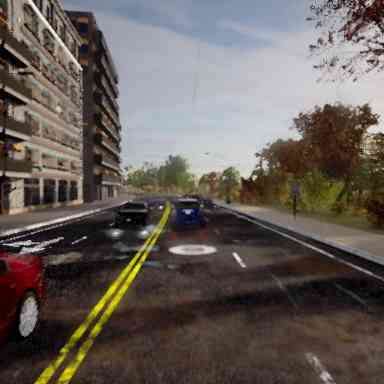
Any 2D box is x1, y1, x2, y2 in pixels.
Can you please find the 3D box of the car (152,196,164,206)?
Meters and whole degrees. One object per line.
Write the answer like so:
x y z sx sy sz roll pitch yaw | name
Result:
-5.018 1.293 47.860 2.033 1.411 5.357 0 0 -4 | car

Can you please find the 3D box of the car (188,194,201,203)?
0.451 1.136 61.800 1.882 1.535 5.008 0 0 -5 | car

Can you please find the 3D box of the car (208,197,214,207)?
1.799 1.304 44.807 2.033 1.411 5.357 0 0 -4 | car

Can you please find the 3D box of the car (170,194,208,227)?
-0.309 1.239 21.754 2.097 1.767 4.553 0 0 -2 | car

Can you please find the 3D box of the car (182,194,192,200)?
-1.236 1.115 77.473 1.994 1.385 4.181 0 0 -7 | car

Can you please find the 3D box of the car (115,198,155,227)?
-3.762 1.366 21.870 1.882 1.535 5.008 0 0 -2 | car

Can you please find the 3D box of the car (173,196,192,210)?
-1.225 1.271 41.137 2.128 1.511 4.902 0 0 -3 | car

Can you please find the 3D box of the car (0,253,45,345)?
-3.389 1.460 3.576 1.882 1.535 5.008 0 0 -1 | car
